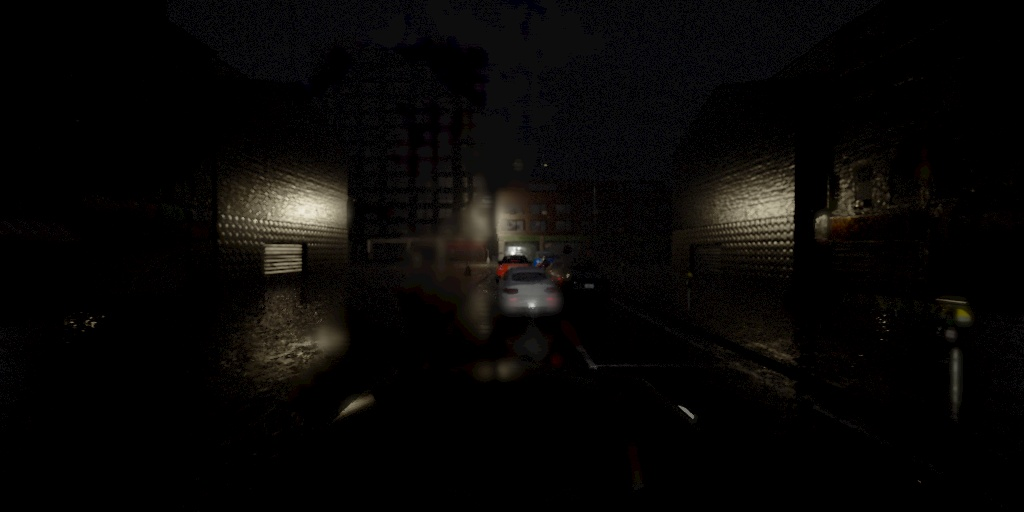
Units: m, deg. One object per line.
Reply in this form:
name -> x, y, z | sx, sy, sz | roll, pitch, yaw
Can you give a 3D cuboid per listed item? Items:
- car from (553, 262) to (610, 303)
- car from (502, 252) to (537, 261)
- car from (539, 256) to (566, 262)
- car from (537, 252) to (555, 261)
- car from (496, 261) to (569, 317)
car -> 2.698, 1.043, 14.558 | 1.948, 1.339, 4.313 | 0, 0, 0
car -> 0.175, 0.681, 21.824 | 2.097, 1.767, 4.553 | 0, 1, 0
car -> 2.726, 0.892, 20.201 | 1.751, 1.417, 4.829 | 0, 0, 0
car -> 2.751, 0.696, 25.504 | 1.967, 1.591, 4.097 | 0, 0, 0
car -> 0.460, 1.056, 12.002 | 1.812, 1.442, 4.674 | 0, 1, -3
